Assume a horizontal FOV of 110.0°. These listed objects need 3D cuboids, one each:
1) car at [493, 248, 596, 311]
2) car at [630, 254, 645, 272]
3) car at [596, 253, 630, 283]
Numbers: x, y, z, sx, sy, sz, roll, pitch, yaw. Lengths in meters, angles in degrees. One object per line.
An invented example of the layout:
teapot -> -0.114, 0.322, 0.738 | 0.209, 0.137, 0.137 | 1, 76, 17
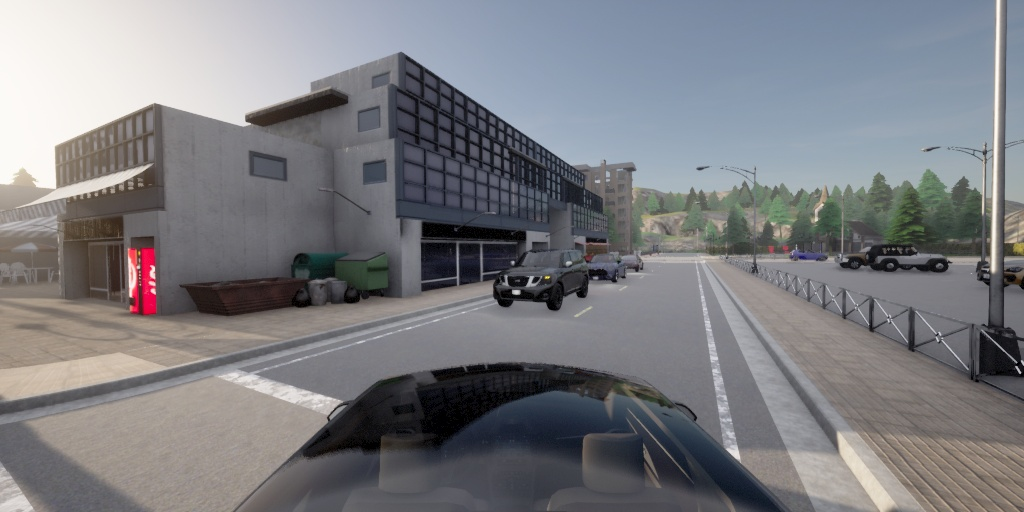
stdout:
car -> 1.378, 0.737, 13.828 | 2.150, 2.045, 5.566 | 0, 1, 27
car -> 10.451, 0.580, 31.730 | 1.812, 1.442, 4.674 | 0, 1, 27
car -> 5.823, 0.641, 22.604 | 2.097, 1.767, 4.553 | 0, 1, 27
